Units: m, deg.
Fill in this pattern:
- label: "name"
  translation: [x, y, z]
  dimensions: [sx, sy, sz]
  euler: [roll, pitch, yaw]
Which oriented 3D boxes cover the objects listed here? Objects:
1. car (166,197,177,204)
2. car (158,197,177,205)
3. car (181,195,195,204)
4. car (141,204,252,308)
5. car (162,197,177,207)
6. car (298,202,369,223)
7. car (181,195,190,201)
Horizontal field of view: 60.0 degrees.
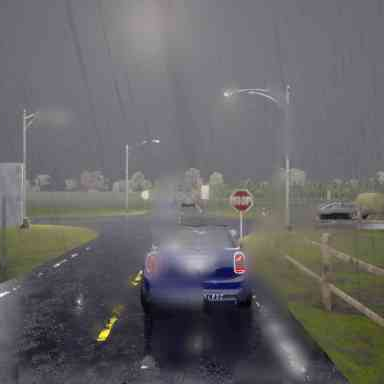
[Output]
- label: "car"
  translation: [-3.743, 1.559, 62.608]
  dimensions: [1.895, 1.301, 4.718]
  euler: [0, 0, -1]
- label: "car"
  translation: [-3.280, 1.457, 42.540]
  dimensions: [1.882, 1.535, 5.008]
  euler: [0, 0, -1]
- label: "car"
  translation: [-0.543, 1.534, 51.346]
  dimensions: [1.994, 1.385, 4.181]
  euler: [0, 0, -1]
- label: "car"
  translation: [0.074, 1.351, 8.090]
  dimensions: [2.097, 1.767, 4.553]
  euler: [0, 0, 0]
- label: "car"
  translation: [-3.500, 1.517, 52.498]
  dimensions: [2.033, 1.411, 5.357]
  euler: [0, 0, -1]
- label: "car"
  translation: [10.444, 1.484, 24.690]
  dimensions: [4.902, 1.511, 2.128]
  euler: [0, 0, 6]
- label: "car"
  translation: [-1.603, 1.454, 82.375]
  dimensions: [2.128, 1.511, 4.902]
  euler: [0, 0, -2]
